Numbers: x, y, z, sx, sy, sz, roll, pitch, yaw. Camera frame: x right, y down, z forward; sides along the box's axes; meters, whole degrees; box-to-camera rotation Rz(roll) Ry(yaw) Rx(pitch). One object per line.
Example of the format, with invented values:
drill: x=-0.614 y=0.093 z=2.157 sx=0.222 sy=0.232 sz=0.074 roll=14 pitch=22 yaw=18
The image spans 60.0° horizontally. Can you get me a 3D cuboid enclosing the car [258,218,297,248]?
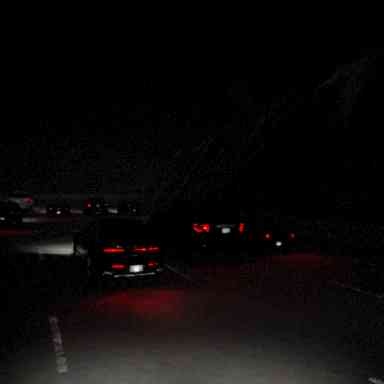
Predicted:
car: x=2.601 y=1.817 z=15.698 sx=1.895 sy=1.301 sz=4.718 roll=2 pitch=-1 yaw=-26

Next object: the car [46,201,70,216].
car: x=-12.377 y=1.464 z=30.656 sx=1.895 sy=1.301 sz=4.718 roll=2 pitch=-1 yaw=-24

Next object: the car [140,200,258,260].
car: x=-0.081 y=1.331 z=13.253 sx=2.150 sy=2.045 sz=5.566 roll=2 pitch=-1 yaw=-26

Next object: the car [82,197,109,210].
car: x=-9.745 y=1.322 z=33.422 sx=2.097 sy=1.767 sz=4.553 roll=2 pitch=-1 yaw=-24

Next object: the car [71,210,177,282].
car: x=-2.350 y=1.514 z=9.917 sx=1.837 sy=1.490 sz=4.892 roll=2 pitch=-1 yaw=-26

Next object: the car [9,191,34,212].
car: x=-17.961 y=0.945 z=34.869 sx=2.150 sy=2.045 sz=5.566 roll=2 pitch=0 yaw=-23

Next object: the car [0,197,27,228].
car: x=-11.270 y=1.288 z=20.157 sx=1.882 sy=1.535 sz=5.008 roll=2 pitch=-1 yaw=-26

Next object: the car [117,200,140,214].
car: x=-6.621 y=1.575 z=34.973 sx=2.128 sy=1.511 sz=4.902 roll=2 pitch=-1 yaw=-24
